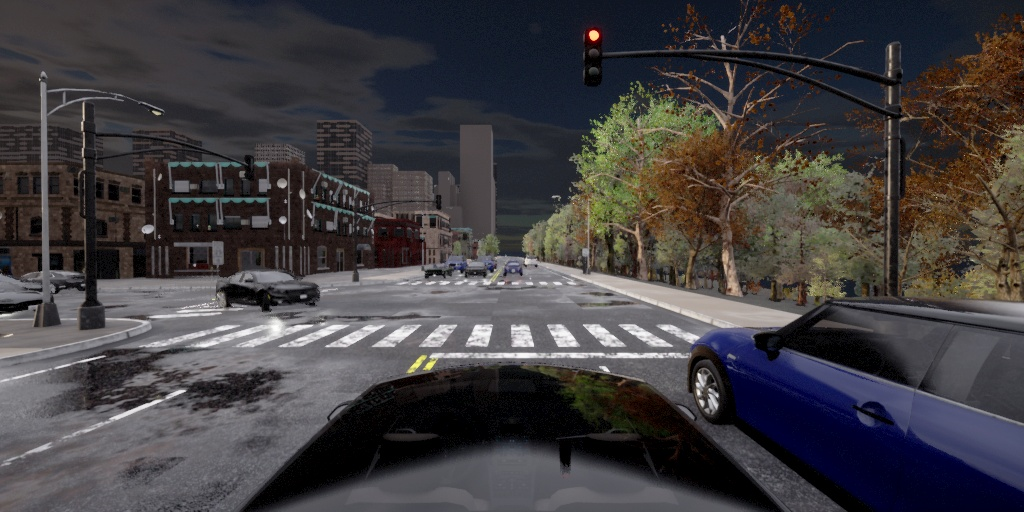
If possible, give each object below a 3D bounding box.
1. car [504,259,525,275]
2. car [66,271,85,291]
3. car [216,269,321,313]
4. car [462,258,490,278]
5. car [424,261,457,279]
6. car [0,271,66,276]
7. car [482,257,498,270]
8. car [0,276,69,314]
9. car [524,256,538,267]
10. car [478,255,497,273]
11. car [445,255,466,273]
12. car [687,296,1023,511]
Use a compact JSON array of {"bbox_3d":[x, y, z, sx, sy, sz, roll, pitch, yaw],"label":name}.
[{"bbox_3d":[0.119,1.261,37.840,1.812,1.442,4.674,0,0,0],"label":"car"},{"bbox_3d":[-28.278,1.558,21.860,4.403,1.370,2.007,0,0,0],"label":"car"},{"bbox_3d":[-9.657,1.263,14.168,5.008,1.535,1.882,-2,-1,30],"label":"car"},{"bbox_3d":[-3.344,1.215,34.003,1.882,1.535,5.008,0,0,-2],"label":"car"},{"bbox_3d":[-6.598,1.339,32.772,1.895,1.301,4.718,0,0,0],"label":"car"},{"bbox_3d":[-23.749,1.493,16.057,5.008,1.535,1.882,0,1,1],"label":"car"},{"bbox_3d":[-3.327,1.080,54.306,2.097,1.767,4.553,0,0,0],"label":"car"},{"bbox_3d":[-19.946,1.564,13.347,4.313,1.339,1.948,0,0,0],"label":"car"},{"bbox_3d":[3.358,0.944,63.696,2.150,2.045,5.566,0,0,0],"label":"car"},{"bbox_3d":[-3.338,0.954,44.034,2.150,2.045,5.566,0,0,0],"label":"car"},{"bbox_3d":[-6.579,0.955,42.530,2.150,2.045,5.566,0,0,0],"label":"car"},{"bbox_3d":[3.351,1.102,2.888,2.097,1.767,4.553,0,0,0],"label":"car"}]
